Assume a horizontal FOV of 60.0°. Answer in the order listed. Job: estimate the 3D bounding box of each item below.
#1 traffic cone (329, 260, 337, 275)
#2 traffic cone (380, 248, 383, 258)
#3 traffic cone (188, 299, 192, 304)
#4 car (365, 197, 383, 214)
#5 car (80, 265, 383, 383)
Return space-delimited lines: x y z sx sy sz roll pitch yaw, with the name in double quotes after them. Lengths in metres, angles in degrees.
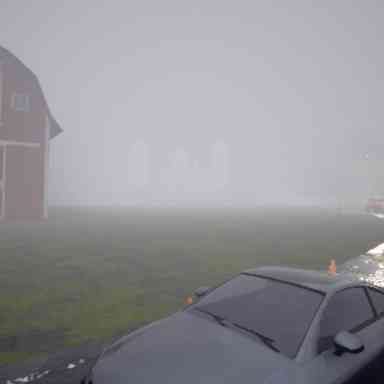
3.577 2.015 8.434 0.340 0.580 0.340 1 0 -44 "traffic cone"
6.932 2.050 11.890 0.340 0.580 0.340 0 0 42 "traffic cone"
-0.023 1.980 5.232 0.340 0.580 0.340 1 0 -40 "traffic cone"
23.315 1.694 41.272 2.150 2.045 5.566 1 0 13 "car"
0.992 1.587 3.566 4.181 1.385 1.994 1 0 -40 "car"
